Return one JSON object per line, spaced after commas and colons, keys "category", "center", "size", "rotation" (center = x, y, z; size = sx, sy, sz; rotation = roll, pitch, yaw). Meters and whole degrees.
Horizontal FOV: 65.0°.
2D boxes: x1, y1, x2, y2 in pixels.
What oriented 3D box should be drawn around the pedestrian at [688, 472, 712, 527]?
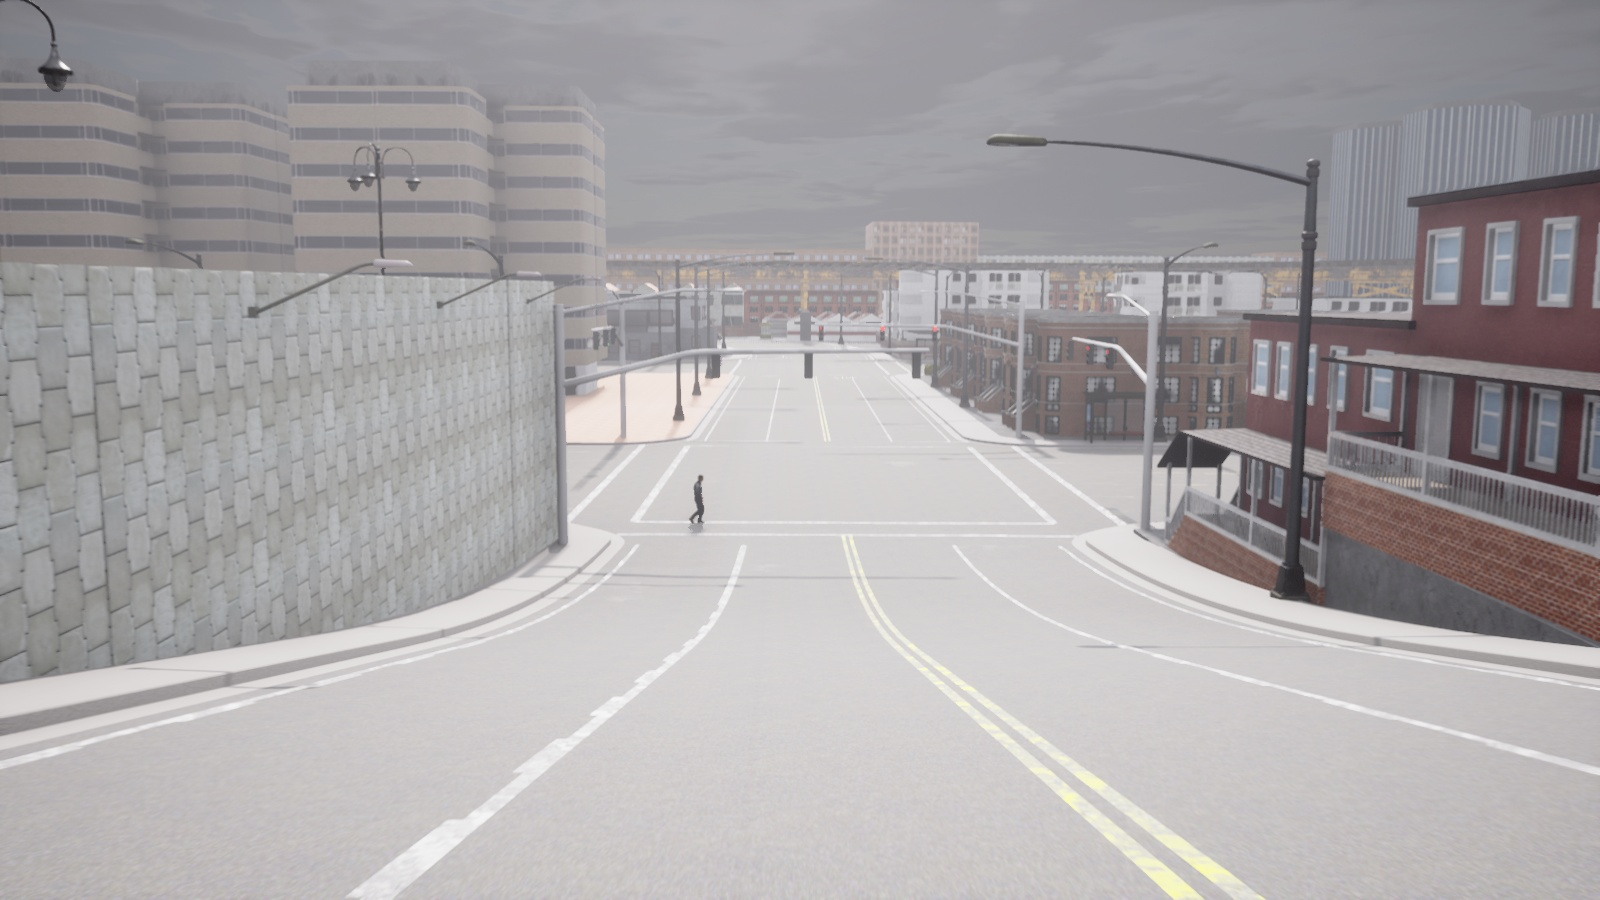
{"category": "pedestrian", "center": [-3.612, 1.776, 45.473], "size": [0.788, 1.949, 0.423], "rotation": [0, 7, 1]}
